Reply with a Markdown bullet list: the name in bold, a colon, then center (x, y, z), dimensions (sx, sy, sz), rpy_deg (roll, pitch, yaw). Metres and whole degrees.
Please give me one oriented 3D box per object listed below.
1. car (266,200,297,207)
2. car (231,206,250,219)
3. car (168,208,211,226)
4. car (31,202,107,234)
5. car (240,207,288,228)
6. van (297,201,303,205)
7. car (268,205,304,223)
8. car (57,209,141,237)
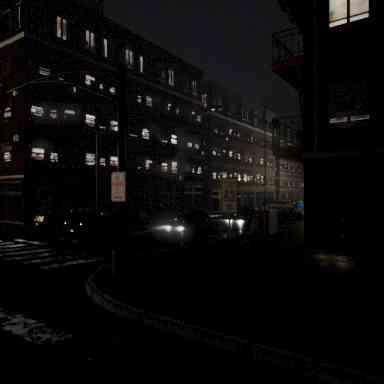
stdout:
- **car**: center (11.739, 2.050, 44.680), dimensions (2.150, 2.045, 5.566), rpy_deg (0, -1, 35)
- **car**: center (5.563, 2.196, 35.935), dimensions (1.994, 1.385, 4.181), rpy_deg (0, -1, 34)
- **car**: center (-0.150, 2.013, 27.759), dimensions (1.994, 1.385, 4.181), rpy_deg (0, -1, 34)
- **car**: center (-7.651, 1.604, 21.569), dimensions (2.192, 1.841, 5.009), rpy_deg (-1, -2, 35)
- **car**: center (5.739, 2.048, 26.146), dimensions (1.802, 1.307, 4.206), rpy_deg (-2, -2, 35)
- **van**: center (18.399, 2.464, 58.836), dimensions (1.690, 1.788, 3.998), rpy_deg (-1, -2, 35)
- **car**: center (8.995, 2.121, 30.807), dimensions (2.008, 1.369, 4.403), rpy_deg (-2, -2, 35)
- **car**: center (-5.390, 1.884, 20.286), dimensions (1.895, 1.301, 4.718), rpy_deg (0, -1, 36)
